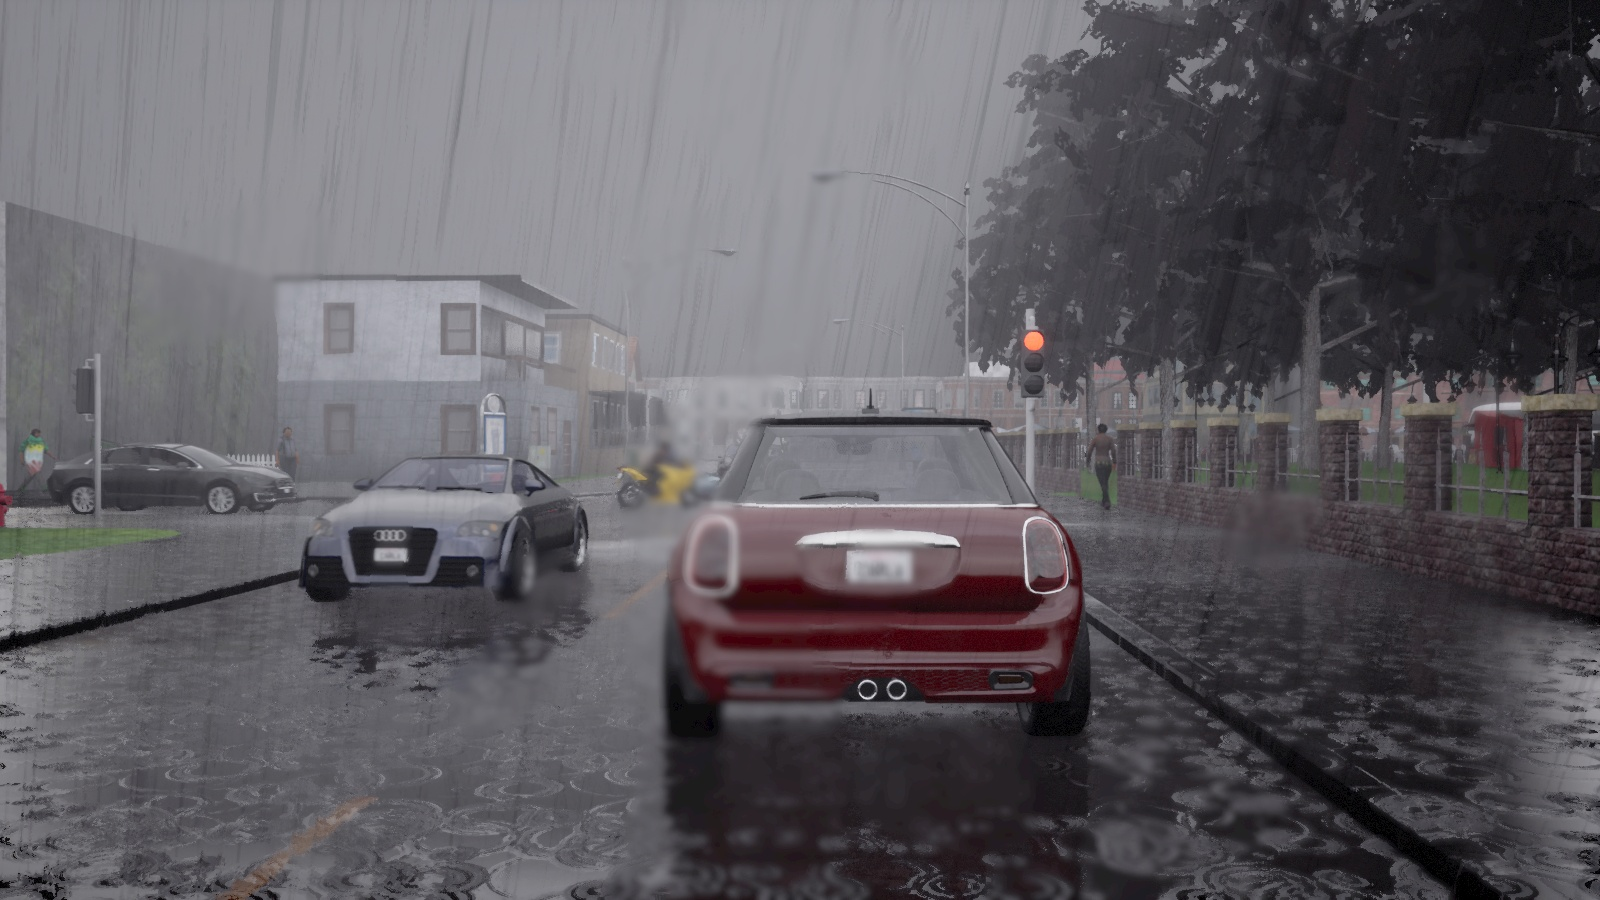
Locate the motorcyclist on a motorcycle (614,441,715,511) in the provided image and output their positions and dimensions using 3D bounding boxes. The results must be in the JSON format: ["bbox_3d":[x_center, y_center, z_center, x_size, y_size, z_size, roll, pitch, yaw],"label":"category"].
[{"bbox_3d":[-2.997,0.569,27.811,2.044,1.523,0.797,0,-2,-26],"label":"motorcyclist on a motorcycle"}]

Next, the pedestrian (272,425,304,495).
[{"bbox_3d":[-13.722,0.255,33.651,0.694,1.848,0.540,0,0,43],"label":"pedestrian"}]

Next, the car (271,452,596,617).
[{"bbox_3d":[-3.519,0.734,12.982,1.994,1.385,4.181,0,0,2],"label":"car"}]

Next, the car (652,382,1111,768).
[{"bbox_3d":[0.361,0.560,8.016,2.097,1.767,4.553,0,0,0],"label":"car"}]

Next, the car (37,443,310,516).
[{"bbox_3d":[-13.197,0.590,26.639,4.892,1.490,1.837,0,0,2],"label":"car"}]

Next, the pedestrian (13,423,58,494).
[{"bbox_3d":[-21.341,0.241,35.054,0.873,1.952,0.659,0,0,15],"label":"pedestrian"}]

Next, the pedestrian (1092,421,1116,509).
[{"bbox_3d":[6.342,0.313,26.230,0.328,1.805,0.869,0,0,2],"label":"pedestrian"}]

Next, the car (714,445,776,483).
[{"bbox_3d":[-2.120,0.509,50.148,2.033,1.411,5.357,0,0,2],"label":"car"}]
